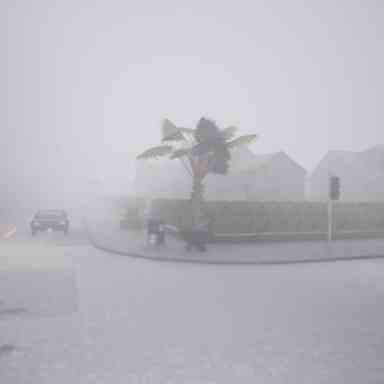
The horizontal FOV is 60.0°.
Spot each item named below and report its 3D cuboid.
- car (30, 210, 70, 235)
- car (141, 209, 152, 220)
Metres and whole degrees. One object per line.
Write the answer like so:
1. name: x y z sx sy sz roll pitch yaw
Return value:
1. car: -8.113 1.664 19.315 1.895 1.301 4.718 1 -1 -20
2. car: -1.233 1.603 26.117 5.357 1.415 2.033 1 -1 -17
